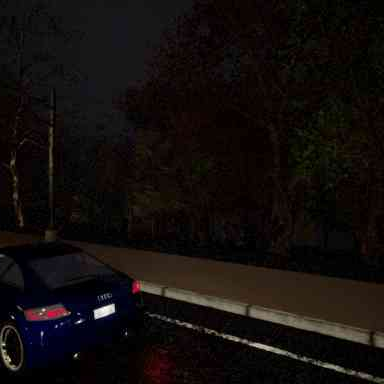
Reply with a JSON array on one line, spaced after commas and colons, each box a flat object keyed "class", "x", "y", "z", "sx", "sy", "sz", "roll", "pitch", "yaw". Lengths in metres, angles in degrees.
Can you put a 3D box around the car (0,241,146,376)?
[{"class": "car", "x": -2.775, "y": 1.563, "z": 5.647, "sx": 4.181, "sy": 1.385, "sz": 1.994, "roll": 0, "pitch": 0, "yaw": 37}]
